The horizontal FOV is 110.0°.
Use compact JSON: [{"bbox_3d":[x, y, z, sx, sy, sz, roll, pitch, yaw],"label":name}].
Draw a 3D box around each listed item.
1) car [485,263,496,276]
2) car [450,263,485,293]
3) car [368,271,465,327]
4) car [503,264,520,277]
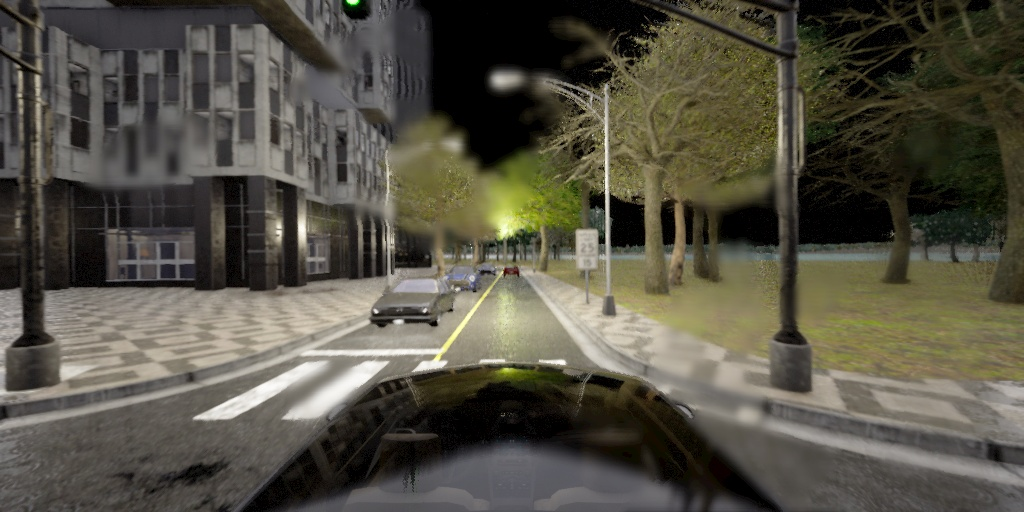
[{"bbox_3d":[-3.101,1.619,45.101,2.097,1.767,4.553,-1,0,0],"label":"car"},{"bbox_3d":[-3.120,1.354,22.856,2.097,1.767,4.553,-1,-1,0],"label":"car"},{"bbox_3d":[-3.100,1.431,12.405,2.033,1.411,5.357,-1,-1,-1],"label":"car"},{"bbox_3d":[-0.065,1.685,42.946,1.882,1.535,5.008,-1,-1,0],"label":"car"}]
